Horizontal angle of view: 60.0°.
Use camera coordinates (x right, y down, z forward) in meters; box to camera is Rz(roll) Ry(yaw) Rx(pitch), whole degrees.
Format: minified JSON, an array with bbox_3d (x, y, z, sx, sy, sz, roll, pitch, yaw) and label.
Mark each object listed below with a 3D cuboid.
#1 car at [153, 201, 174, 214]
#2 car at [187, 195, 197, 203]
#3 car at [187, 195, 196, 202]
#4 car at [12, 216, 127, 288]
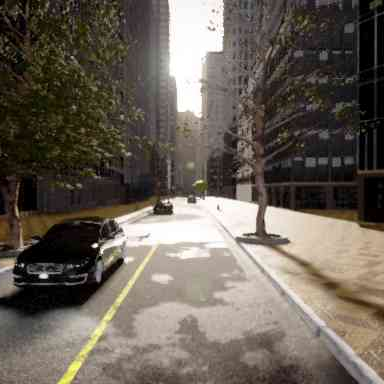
[{"bbox_3d":[-3.021,1.615,36.045,1.994,1.385,4.181,0,0,0],"label":"car"},{"bbox_3d":[-0.039,1.609,68.225,1.994,1.385,4.181,0,0,0],"label":"car"},{"bbox_3d":[-0.045,1.497,78.254,2.128,1.511,4.902,0,0,0],"label":"car"},{"bbox_3d":[-3.092,1.504,9.365,1.837,1.490,4.892,0,0,0],"label":"car"}]
